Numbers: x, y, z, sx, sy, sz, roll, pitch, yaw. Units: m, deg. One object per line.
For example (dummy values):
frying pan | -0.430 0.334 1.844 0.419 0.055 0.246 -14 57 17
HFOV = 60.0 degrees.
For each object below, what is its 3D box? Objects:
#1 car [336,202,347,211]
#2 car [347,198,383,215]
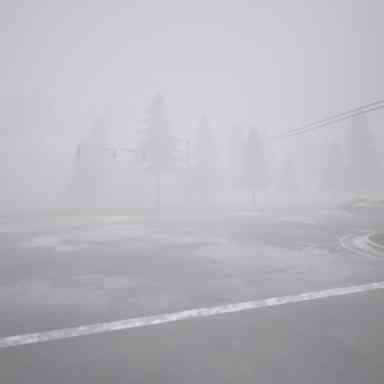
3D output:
car | 18.913 1.503 38.036 4.892 1.490 1.837 0 0 -16
car | 19.015 1.477 34.417 5.008 1.535 1.882 0 0 -16
